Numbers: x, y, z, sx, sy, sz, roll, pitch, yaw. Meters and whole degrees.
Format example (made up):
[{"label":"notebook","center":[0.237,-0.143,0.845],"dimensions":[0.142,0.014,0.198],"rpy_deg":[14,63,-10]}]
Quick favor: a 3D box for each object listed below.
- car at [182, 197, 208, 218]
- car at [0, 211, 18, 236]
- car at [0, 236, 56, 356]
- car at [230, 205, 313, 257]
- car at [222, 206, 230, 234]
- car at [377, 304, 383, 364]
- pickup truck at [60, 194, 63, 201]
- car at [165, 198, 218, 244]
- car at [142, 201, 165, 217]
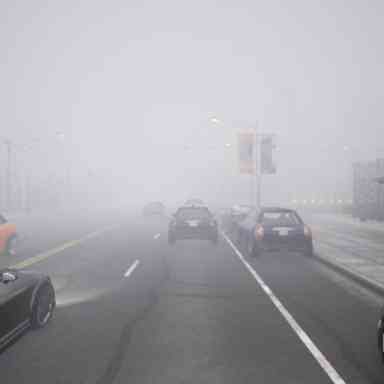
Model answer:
[{"label":"car","center":[0.358,1.389,31.694],"dimensions":[2.097,1.767,4.553],"rpy_deg":[0,0,5]},{"label":"car","center":[-7.120,1.366,9.758],"dimensions":[2.097,1.767,4.553],"rpy_deg":[0,0,0]},{"label":"car","center":[-3.417,1.570,4.268],"dimensions":[1.994,1.385,4.181],"rpy_deg":[0,0,0]},{"label":"car","center":[3.003,1.369,13.101],"dimensions":[2.185,1.767,4.553],"rpy_deg":[0,0,-1]},{"label":"car","center":[2.843,1.502,19.526],"dimensions":[2.097,1.535,5.008],"rpy_deg":[0,0,-1]},{"label":"car","center":[3.001,1.483,2.326],"dimensions":[2.231,1.521,4.892],"rpy_deg":[0,0,9]},{"label":"pickup truck","center":[-28.846,1.193,79.896],"dimensions":[6.274,2.098,2.390],"rpy_deg":[0,0,-1]},{"label":"car","center":[0.052,1.371,15.932],"dimensions":[2.097,1.767,4.553],"rpy_deg":[0,0,0]},{"label":"car","center":[-3.493,1.586,31.307],"dimensions":[2.033,1.411,5.357],"rpy_deg":[0,0,0]}]
